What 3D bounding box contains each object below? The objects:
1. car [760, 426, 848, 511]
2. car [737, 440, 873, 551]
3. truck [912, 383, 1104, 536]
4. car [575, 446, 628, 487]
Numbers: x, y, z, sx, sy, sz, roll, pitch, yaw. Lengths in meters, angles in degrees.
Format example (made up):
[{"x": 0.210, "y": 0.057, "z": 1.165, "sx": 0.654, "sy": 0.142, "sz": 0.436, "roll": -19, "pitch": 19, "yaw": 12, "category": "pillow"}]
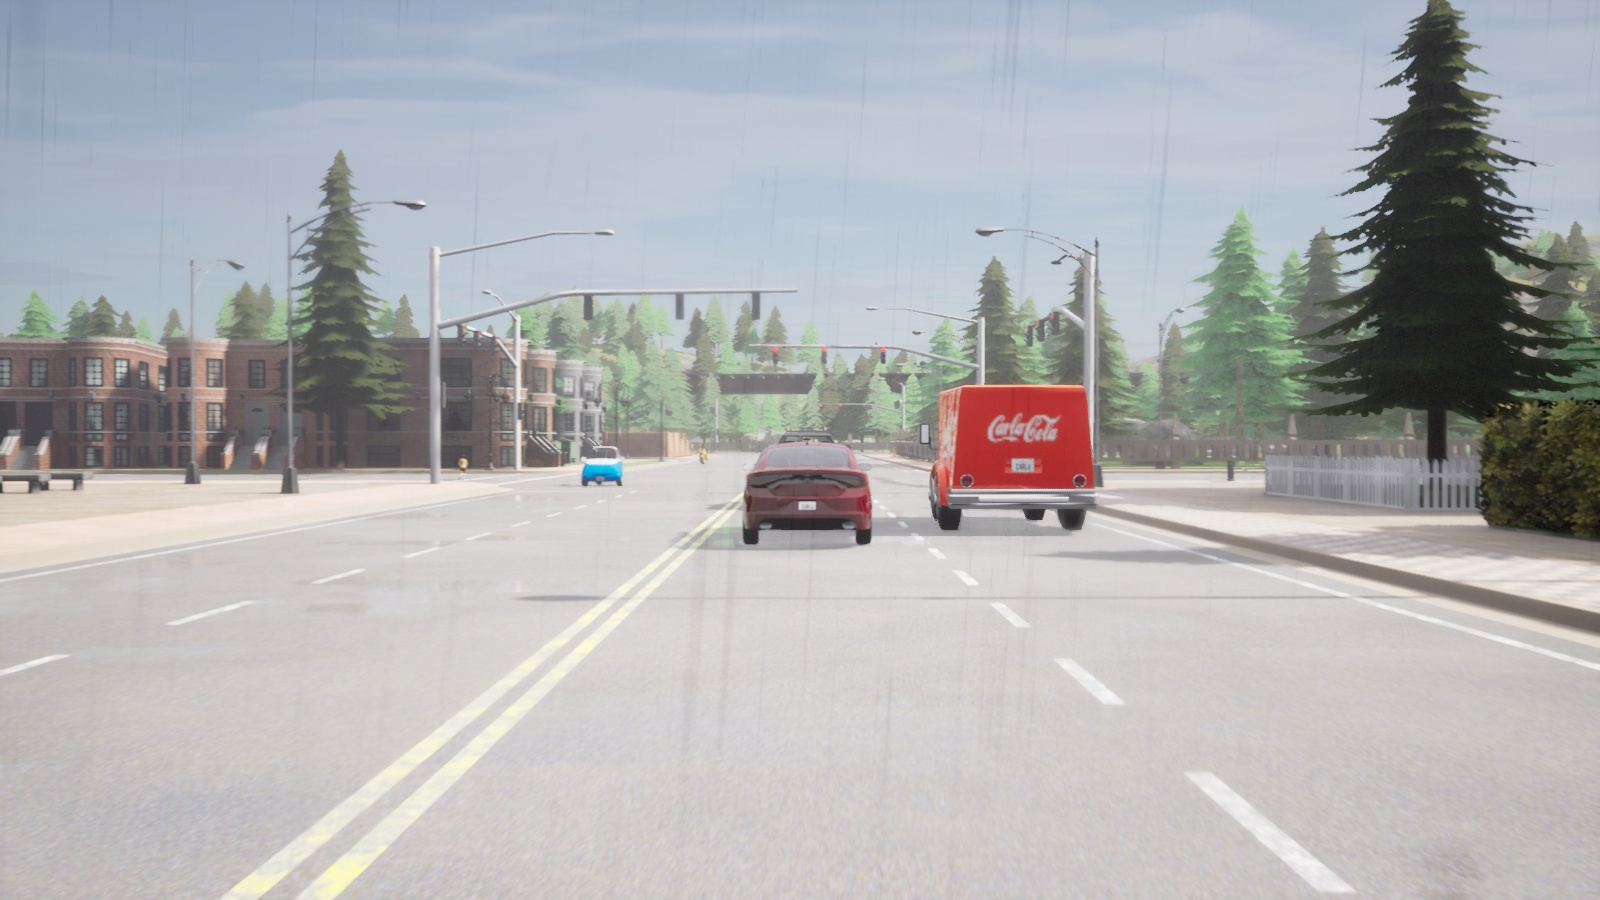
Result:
[{"x": 0.109, "y": 0.394, "z": 29.846, "sx": 1.932, "sy": 1.855, "sz": 4.605, "roll": 0, "pitch": 0, "yaw": 0, "category": "car"}, {"x": 0.077, "y": 0.612, "z": 19.824, "sx": 1.882, "sy": 1.535, "sz": 5.008, "roll": 0, "pitch": 0, "yaw": 0, "category": "car"}, {"x": 3.588, "y": 0.136, "z": 22.858, "sx": 2.627, "sy": 2.467, "sz": 5.204, "roll": 0, "pitch": 0, "yaw": 0, "category": "truck"}, {"x": -6.846, "y": 0.544, "z": 43.506, "sx": 1.481, "sy": 1.376, "sz": 2.207, "roll": 0, "pitch": 0, "yaw": 0, "category": "car"}]
